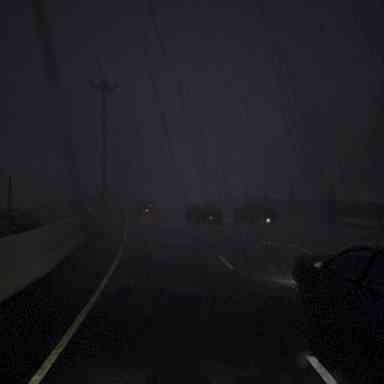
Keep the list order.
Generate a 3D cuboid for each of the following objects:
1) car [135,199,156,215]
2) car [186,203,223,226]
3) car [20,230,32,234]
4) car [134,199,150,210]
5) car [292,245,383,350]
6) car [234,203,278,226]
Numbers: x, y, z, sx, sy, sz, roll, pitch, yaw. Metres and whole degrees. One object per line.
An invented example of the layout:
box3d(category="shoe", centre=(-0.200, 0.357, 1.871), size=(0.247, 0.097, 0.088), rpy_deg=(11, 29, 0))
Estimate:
box3d(category="car", centre=(-4.800, 1.505, 34.394), size=(1.837, 1.490, 4.892), rpy_deg=(0, 0, -11))
box3d(category="car", centre=(0.774, 1.477, 23.513), size=(1.882, 1.535, 5.008), rpy_deg=(0, 0, -10))
box3d(category="car", centre=(-8.719, 1.564, 16.007), size=(1.994, 1.385, 4.181), rpy_deg=(0, 0, -9))
box3d(category="car", centre=(-6.723, 1.601, 44.628), size=(1.895, 1.301, 4.718), rpy_deg=(0, 0, -11))
box3d(category="car", centre=(3.309, 1.547, 5.150), size=(2.033, 1.411, 5.357), rpy_deg=(0, 0, -3))
box3d(category="car", centre=(4.359, 1.505, 23.324), size=(1.837, 1.490, 4.892), rpy_deg=(0, 0, -10))
